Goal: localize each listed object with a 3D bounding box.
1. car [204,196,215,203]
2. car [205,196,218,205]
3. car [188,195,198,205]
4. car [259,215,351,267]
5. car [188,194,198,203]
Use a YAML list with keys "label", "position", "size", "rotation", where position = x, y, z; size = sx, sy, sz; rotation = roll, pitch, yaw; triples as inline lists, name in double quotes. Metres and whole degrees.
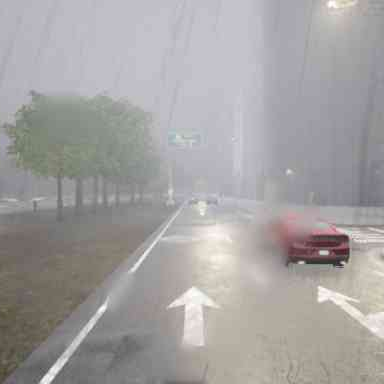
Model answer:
- label: "car"
  position: [3.775, 1.540, 71.928]
  size: [2.128, 1.511, 4.902]
  rotation: [0, 0, 0]
- label: "car"
  position: [3.736, 1.660, 61.509]
  size: [2.128, 1.511, 4.902]
  rotation: [0, 0, 0]
- label: "car"
  position: [0.236, 1.711, 61.523]
  size: [2.033, 1.411, 5.357]
  rotation: [0, 0, 0]
- label: "car"
  position: [3.637, 1.527, 11.617]
  size: [1.882, 1.535, 5.008]
  rotation: [0, 0, 0]
- label: "car"
  position: [0.275, 1.365, 71.912]
  size: [2.097, 1.767, 4.553]
  rotation: [0, 0, 0]
